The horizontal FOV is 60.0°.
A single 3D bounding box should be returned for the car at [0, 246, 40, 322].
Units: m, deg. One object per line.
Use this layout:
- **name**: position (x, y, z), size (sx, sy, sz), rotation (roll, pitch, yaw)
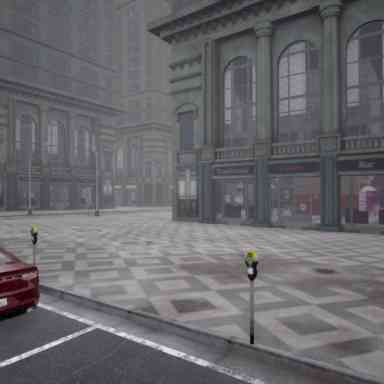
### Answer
- **car**: position (-4.713, 1.546, 6.316), size (4.507, 1.381, 1.887), rotation (0, 0, 35)
